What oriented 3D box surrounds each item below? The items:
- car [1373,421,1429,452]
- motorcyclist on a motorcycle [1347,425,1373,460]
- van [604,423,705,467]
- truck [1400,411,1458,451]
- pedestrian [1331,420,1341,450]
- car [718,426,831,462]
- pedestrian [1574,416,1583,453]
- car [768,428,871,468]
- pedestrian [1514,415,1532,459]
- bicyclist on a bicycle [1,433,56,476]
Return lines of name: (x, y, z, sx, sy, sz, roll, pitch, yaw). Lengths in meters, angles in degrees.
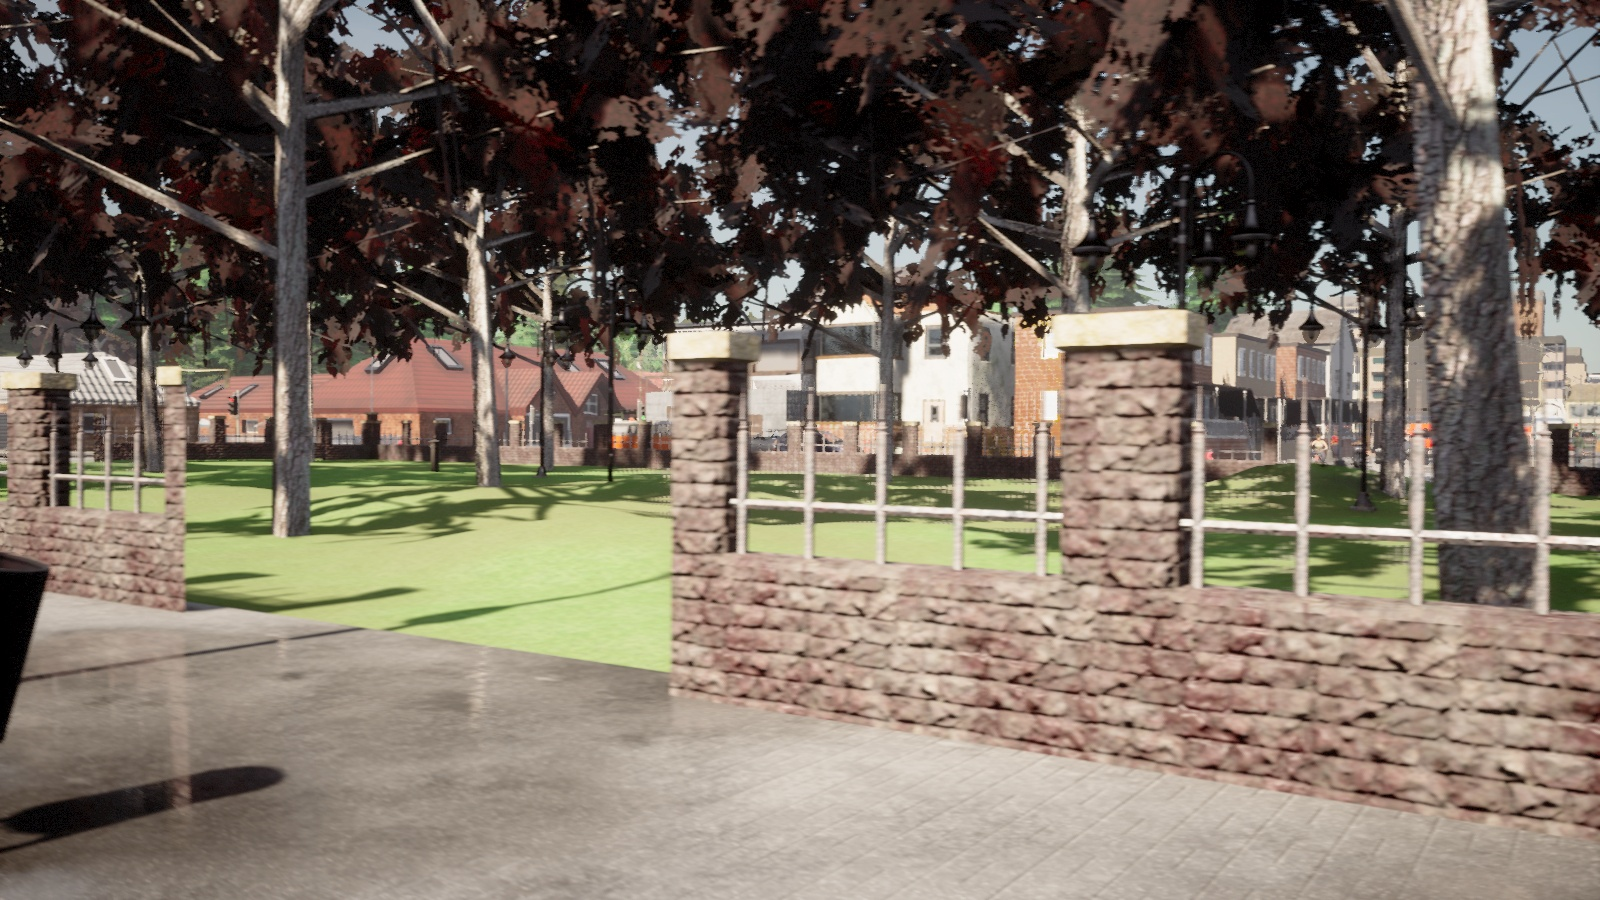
car: (33.735, -0.756, 70.376, 2.152, 1.651, 5.027, 0, 1, 34)
motorcyclist on a motorcycle: (26.662, -0.375, 59.757, 0.766, 1.649, 2.350, 0, 1, 34)
van: (-6.765, -0.249, 58.225, 4.442, 1.987, 1.775, 0, 1, 31)
truck: (40.003, -1.204, 79.784, 2.627, 2.467, 5.204, 0, 1, 34)
pedestrian: (33.373, -0.929, 78.222, 0.636, 1.846, 0.331, -1, 1, -44)
car: (-1.229, -0.290, 59.430, 5.027, 1.651, 2.152, 0, 1, 34)
pedestrian: (38.920, -0.768, 62.790, 0.353, 1.847, 0.614, 0, 1, 33)
car: (0.821, -0.104, 53.191, 3.988, 1.617, 1.851, 0, 1, 32)
pedestrian: (29.975, -0.541, 52.079, 0.614, 1.847, 0.353, -1, 1, -22)
bicyclist on a bicycle: (-32.378, 0.176, 52.741, 0.659, 1.776, 1.843, 0, 1, 32)
